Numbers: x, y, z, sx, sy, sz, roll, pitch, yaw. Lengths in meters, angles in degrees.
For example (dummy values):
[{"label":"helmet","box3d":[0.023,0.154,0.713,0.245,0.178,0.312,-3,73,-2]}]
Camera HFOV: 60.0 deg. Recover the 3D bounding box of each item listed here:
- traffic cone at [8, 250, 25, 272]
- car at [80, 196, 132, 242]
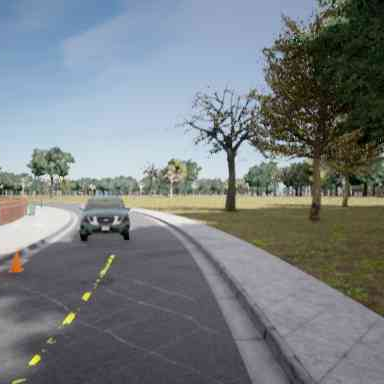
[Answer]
[{"label":"traffic cone","box3d":[-4.989,1.949,9.445,0.340,0.580,0.340,0,0,-7]},{"label":"car","box3d":[-4.349,1.215,16.820,2.150,2.045,5.566,0,0,-14]}]
